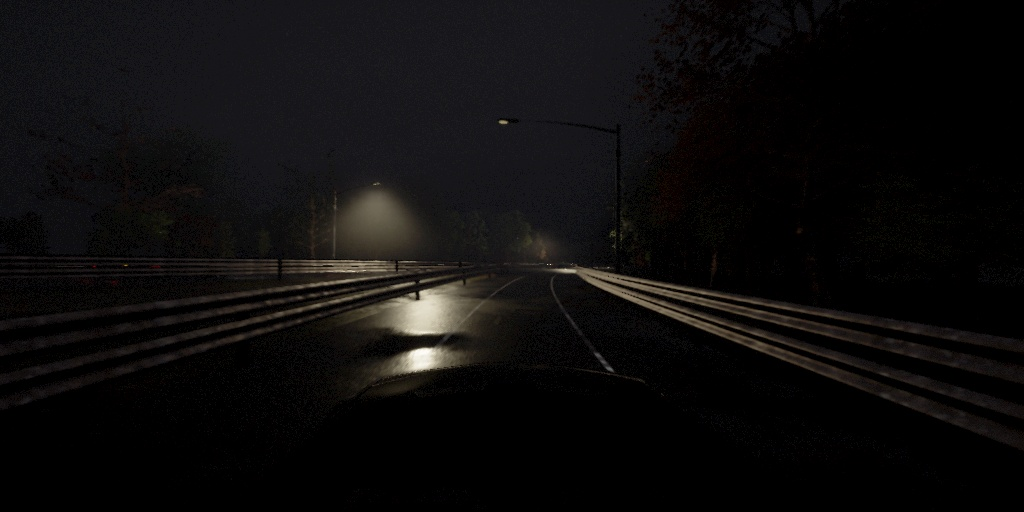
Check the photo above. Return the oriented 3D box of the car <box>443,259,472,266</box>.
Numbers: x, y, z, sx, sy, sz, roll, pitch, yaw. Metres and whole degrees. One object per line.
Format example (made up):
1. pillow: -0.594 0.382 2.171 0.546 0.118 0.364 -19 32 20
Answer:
1. car: -7.776 1.458 49.384 1.994 1.385 4.181 0 -1 24

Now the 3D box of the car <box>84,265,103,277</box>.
1. car: -26.456 0.806 25.366 1.895 1.301 4.718 0 -1 25

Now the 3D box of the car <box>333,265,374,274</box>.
1. car: -16.764 1.094 38.104 1.812 1.442 4.674 0 -1 25

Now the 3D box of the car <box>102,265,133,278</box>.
1. car: -23.304 0.735 23.866 1.812 1.442 4.674 0 -1 25

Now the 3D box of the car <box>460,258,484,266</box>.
1. car: -6.809 1.330 60.008 2.150 2.045 5.566 0 -1 24

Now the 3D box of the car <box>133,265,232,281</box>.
1. car: -20.135 0.775 22.376 1.994 1.385 4.181 0 -1 25
